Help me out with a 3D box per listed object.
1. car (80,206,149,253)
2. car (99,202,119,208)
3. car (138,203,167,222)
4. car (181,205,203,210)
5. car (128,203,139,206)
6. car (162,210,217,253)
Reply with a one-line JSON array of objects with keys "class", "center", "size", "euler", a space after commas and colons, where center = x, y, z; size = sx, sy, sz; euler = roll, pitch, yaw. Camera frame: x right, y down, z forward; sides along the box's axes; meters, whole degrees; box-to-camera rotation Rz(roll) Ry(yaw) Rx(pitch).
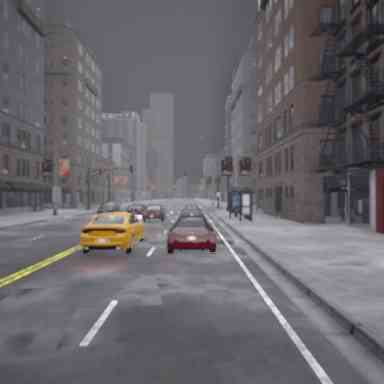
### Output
[{"class": "car", "center": [-3.253, 1.617, 14.472], "size": [1.882, 1.535, 5.008], "euler": [0, 0, 0]}, {"class": "car", "center": [-9.780, 1.917, 39.360], "size": [1.812, 1.442, 4.674], "euler": [0, -1, 0]}, {"class": "car", "center": [-3.264, 1.813, 29.388], "size": [1.812, 1.442, 4.674], "euler": [0, 0, 0]}, {"class": "car", "center": [-0.015, 1.851, 29.348], "size": [1.994, 1.385, 4.181], "euler": [0, -1, 0]}, {"class": "car", "center": [-6.530, 1.957, 39.430], "size": [1.994, 1.385, 4.181], "euler": [0, -1, 0]}, {"class": "car", "center": [-0.005, 1.702, 14.346], "size": [1.994, 1.385, 4.181], "euler": [0, -1, 0]}]
